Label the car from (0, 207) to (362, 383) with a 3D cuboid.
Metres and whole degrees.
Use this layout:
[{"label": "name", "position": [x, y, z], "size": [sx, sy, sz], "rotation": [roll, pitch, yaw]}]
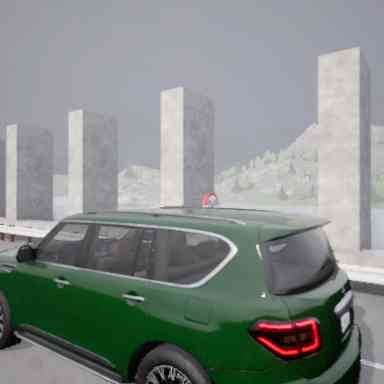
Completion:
[{"label": "car", "position": [-0.790, 1.227, 4.561], "size": [5.566, 2.045, 2.150], "rotation": [0, 0, 36]}]
